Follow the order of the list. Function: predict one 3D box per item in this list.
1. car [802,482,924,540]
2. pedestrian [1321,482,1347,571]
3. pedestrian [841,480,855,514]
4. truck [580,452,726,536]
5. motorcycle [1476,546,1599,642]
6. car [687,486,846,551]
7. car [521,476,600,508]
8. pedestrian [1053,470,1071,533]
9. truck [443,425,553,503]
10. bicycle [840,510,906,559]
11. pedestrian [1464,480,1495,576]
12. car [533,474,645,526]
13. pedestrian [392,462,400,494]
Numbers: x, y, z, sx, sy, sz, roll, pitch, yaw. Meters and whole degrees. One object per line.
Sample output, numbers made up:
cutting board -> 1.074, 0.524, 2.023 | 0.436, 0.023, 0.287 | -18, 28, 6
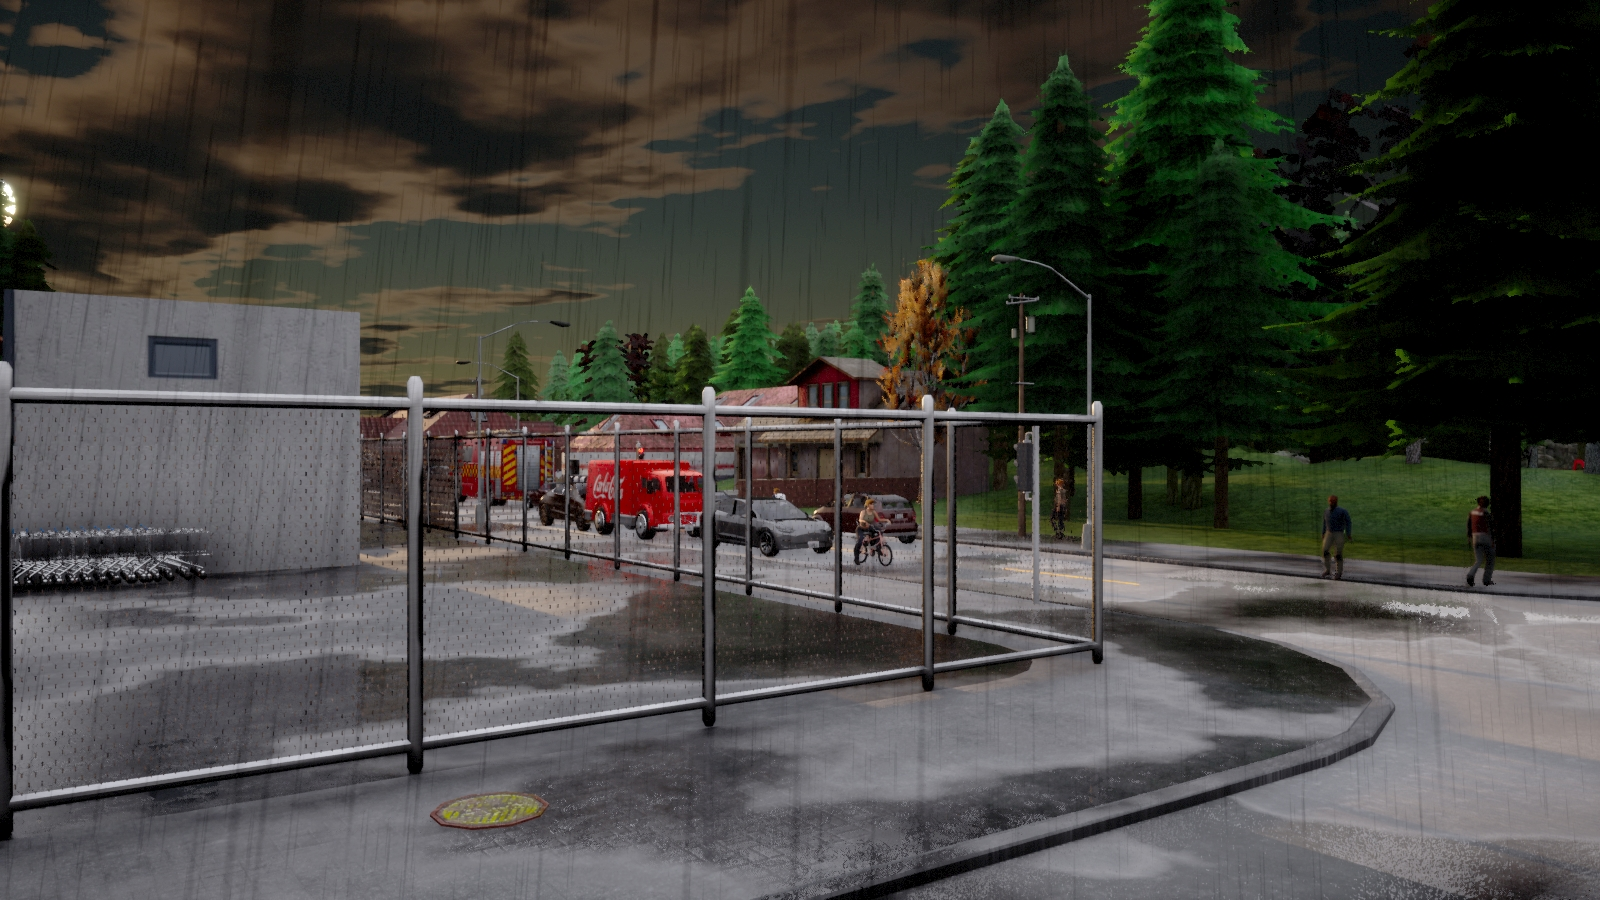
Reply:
car -> 1.867, 1.802, 34.631 | 1.789, 1.549, 3.705 | 0, 0, -35
pedestrian -> 11.367, 1.625, 24.318 | 0.375, 1.860, 0.375 | 0, 0, -35
pedestrian -> 1.859, 1.801, 44.023 | 0.375, 1.300, 0.375 | 0, 0, -34
truck -> -4.910, 1.337, 37.383 | 2.627, 2.467, 5.204 | 0, 0, -35
motorcycle -> 10.602, 1.990, 15.849 | 2.033, 1.145, 0.803 | 0, 0, 37
car -> -1.029, 1.840, 31.812 | 2.163, 1.488, 4.792 | 0, 0, -35
car -> -11.268, 1.931, 53.453 | 1.895, 1.301, 4.718 | 0, 0, -35
pedestrian -> 7.790, 1.522, 34.024 | 0.375, 1.860, 0.375 | 0, 0, -41
truck -> -16.070, 0.667, 60.303 | 2.891, 3.827, 8.468 | 0, 0, -35
bicycle -> 1.773, 2.033, 27.810 | 0.859, 1.080, 1.487 | 0, 0, -35
pedestrian -> 13.335, 1.521, 22.432 | 0.375, 1.860, 0.375 | 0, 0, -25
car -> -7.756, 1.772, 41.538 | 2.152, 1.651, 5.027 | 0, 0, -34
pedestrian -> -23.541, 1.625, 66.572 | 0.375, 1.860, 0.375 | 0, 0, -32
